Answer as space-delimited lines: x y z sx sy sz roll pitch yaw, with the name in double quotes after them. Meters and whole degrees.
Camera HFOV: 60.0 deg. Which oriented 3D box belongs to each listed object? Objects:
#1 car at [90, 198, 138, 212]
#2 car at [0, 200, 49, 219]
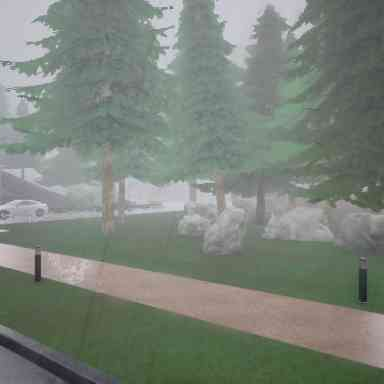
-8.211 1.385 35.652 2.033 1.411 5.357 0 0 36 "car"
-14.182 1.363 27.315 1.812 1.442 4.674 0 0 35 "car"
